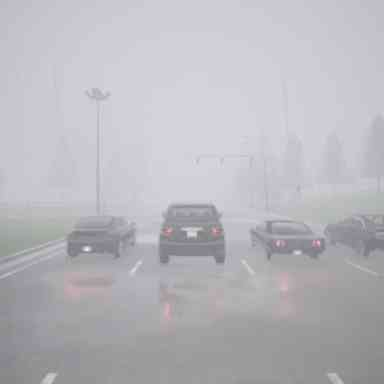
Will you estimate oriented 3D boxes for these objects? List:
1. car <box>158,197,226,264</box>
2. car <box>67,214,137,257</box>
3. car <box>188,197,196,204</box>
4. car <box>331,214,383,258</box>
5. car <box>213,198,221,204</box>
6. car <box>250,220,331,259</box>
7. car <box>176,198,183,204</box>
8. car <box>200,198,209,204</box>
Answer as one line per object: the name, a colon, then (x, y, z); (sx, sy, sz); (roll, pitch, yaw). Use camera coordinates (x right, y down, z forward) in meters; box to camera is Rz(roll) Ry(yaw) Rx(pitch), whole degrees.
car: (0.015, 1.358, 12.556); (2.150, 2.045, 5.566); (0, 0, 0)
car: (-3.476, 1.650, 13.495); (1.837, 1.490, 4.892); (0, 0, 0)
car: (0.012, 2.334, 94.056); (2.097, 1.767, 4.553); (0, -1, 0)
car: (7.023, 1.636, 13.495); (2.128, 1.511, 4.902); (0, 0, 0)
car: (7.012, 2.530, 94.050); (1.994, 1.385, 4.181); (0, -1, 0)
car: (3.522, 1.742, 13.239); (1.895, 1.301, 4.718); (0, -1, 0)
car: (-3.488, 2.513, 93.668); (2.033, 1.411, 5.357); (0, -1, 0)
car: (3.512, 2.499, 93.667); (2.128, 1.511, 4.902); (0, -1, 0)
